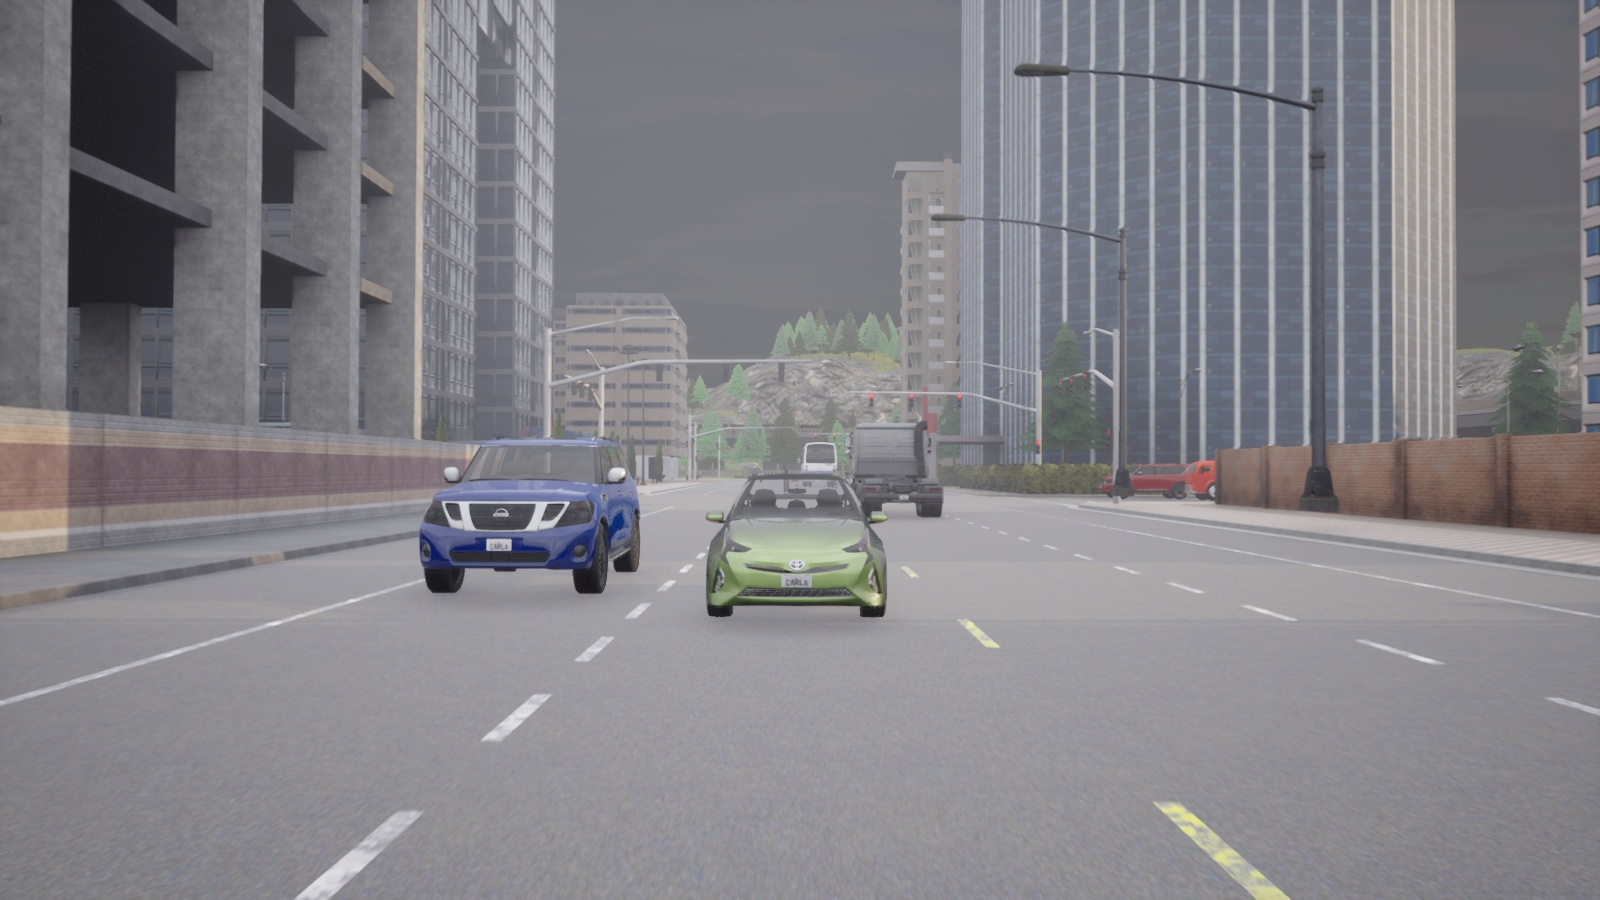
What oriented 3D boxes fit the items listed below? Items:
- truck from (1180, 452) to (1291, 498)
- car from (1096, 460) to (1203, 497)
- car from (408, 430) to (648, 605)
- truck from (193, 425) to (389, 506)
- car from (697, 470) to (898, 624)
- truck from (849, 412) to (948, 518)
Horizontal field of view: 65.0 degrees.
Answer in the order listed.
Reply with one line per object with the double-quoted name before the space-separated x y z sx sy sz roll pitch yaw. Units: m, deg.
"truck" 23.987 1.364 69.305 5.204 2.467 2.627 0 -1 -1
"car" 20.198 1.645 72.759 5.566 2.045 2.150 0 -1 -1
"car" -3.538 0.835 17.559 2.150 2.045 5.566 0 -1 0
"truck" -24.916 0.762 61.753 8.468 3.827 2.891 0 -1 -1
"car" -0.032 1.004 14.788 2.007 1.525 4.514 0 -1 0
"truck" 3.397 0.561 45.272 2.891 3.462 7.936 0 -1 0
